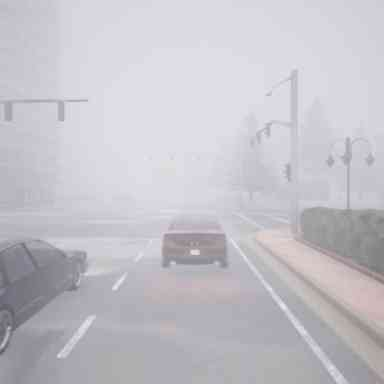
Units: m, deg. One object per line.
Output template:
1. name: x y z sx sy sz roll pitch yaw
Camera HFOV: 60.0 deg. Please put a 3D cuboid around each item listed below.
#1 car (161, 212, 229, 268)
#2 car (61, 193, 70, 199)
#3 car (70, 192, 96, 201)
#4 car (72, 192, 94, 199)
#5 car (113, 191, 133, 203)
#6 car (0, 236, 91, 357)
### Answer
1. car: 0.085 1.390 11.012 1.882 1.535 5.008 0 0 0
2. car: -27.222 0.941 75.608 5.357 1.411 2.033 0 0 23
3. car: -22.070 0.999 68.308 5.357 1.411 2.033 0 1 38
4. car: -25.846 0.854 78.817 5.008 1.535 1.882 0 0 23
5. car: -11.551 0.784 55.323 2.150 2.045 5.566 0 0 -27
6. car: -3.432 1.501 5.781 2.033 1.411 5.357 0 0 0
